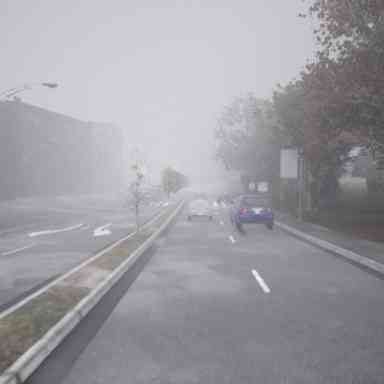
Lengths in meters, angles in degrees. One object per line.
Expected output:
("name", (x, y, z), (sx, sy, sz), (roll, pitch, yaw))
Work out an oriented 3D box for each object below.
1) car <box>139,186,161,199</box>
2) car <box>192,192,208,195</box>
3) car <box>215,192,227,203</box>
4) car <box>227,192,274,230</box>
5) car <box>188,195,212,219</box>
("car", (-6.963, 0.115, 53.247), (2.435, 2.045, 5.566), (0, 2, 2))
("car", (1.063, 0.722, 44.091), (2.128, 1.511, 4.902), (0, 2, 1))
("car", (4.251, 0.718, 45.227), (1.837, 1.490, 4.892), (0, 2, 1))
("car", (3.701, 1.171, 21.217), (2.150, 2.045, 5.566), (0, 1, 1))
("car", (0.662, 1.310, 26.852), (1.812, 1.442, 4.674), (0, 2, 2))
